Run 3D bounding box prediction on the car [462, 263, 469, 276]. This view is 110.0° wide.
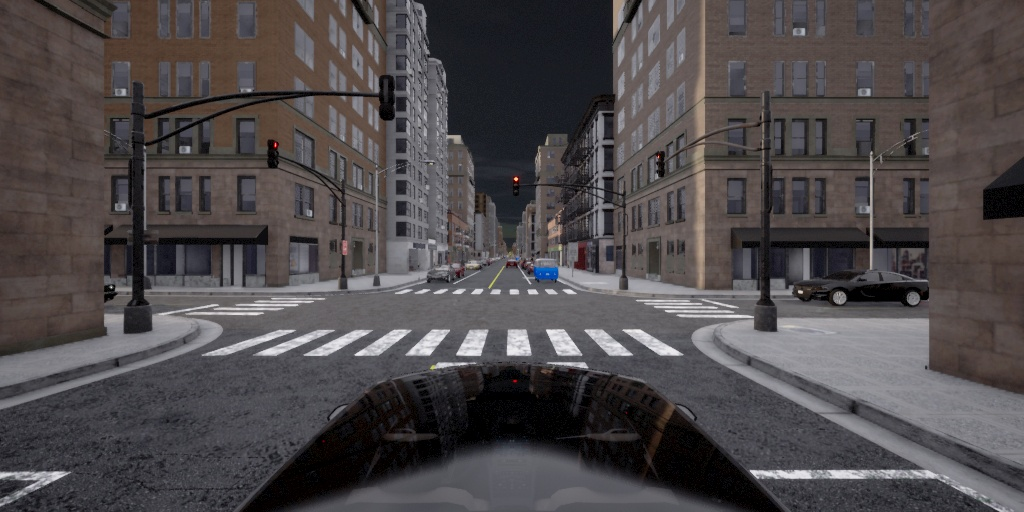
[{"bbox_3d":[-5.456,1.293,33.575,1.888,1.381,4.507,0,0,0],"label":"car"}]

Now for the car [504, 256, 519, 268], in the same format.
[{"bbox_3d":[-0.023,1.215,60.080,1.882,1.535,5.008,0,0,0],"label":"car"}]

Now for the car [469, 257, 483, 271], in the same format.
[{"bbox_3d":[-5.492,1.269,50.452,1.751,1.417,4.829,0,0,0],"label":"car"}]

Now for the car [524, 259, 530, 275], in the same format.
[{"bbox_3d":[2.557,1.330,39.282,1.802,1.307,4.207,0,0,0],"label":"car"}]

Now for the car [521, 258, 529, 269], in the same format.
[{"bbox_3d":[2.533,1.326,50.645,1.802,1.307,4.207,0,0,0],"label":"car"}]

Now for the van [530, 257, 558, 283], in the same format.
[{"bbox_3d":[2.581,1.089,27.919,1.690,1.789,3.998,0,0,0],"label":"van"}]

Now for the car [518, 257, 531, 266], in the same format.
[{"bbox_3d":[2.521,1.054,56.327,2.192,1.841,5.009,0,0,0],"label":"car"}]

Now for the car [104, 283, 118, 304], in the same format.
[{"bbox_3d":[-17.227,1.254,12.719,4.718,1.301,1.895,0,0,-2],"label":"car"}]

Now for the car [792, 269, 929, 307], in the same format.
[{"bbox_3d":[15.193,1.328,15.785,5.008,1.535,1.882,0,0,0],"label":"car"}]

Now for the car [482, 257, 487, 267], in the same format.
[{"bbox_3d":[-5.504,1.305,56.304,1.948,1.339,4.313,0,0,0],"label":"car"}]

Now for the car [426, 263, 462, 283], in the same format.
[{"bbox_3d":[-5.444,1.299,27.894,2.007,1.370,4.403,0,0,0],"label":"car"}]
